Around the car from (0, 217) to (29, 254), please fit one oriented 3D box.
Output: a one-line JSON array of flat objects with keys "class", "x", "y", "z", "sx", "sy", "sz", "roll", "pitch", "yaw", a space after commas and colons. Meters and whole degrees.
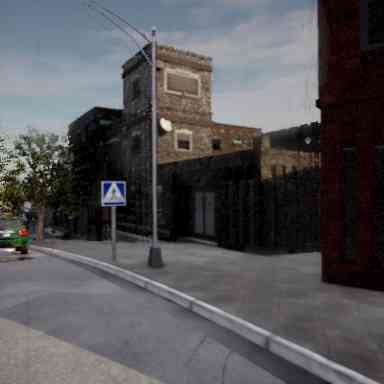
[{"class": "car", "x": -10.853, "y": 2.554, "z": 19.142, "sx": 2.150, "sy": 2.045, "sz": 5.566, "roll": 0, "pitch": -6, "yaw": -33}]
